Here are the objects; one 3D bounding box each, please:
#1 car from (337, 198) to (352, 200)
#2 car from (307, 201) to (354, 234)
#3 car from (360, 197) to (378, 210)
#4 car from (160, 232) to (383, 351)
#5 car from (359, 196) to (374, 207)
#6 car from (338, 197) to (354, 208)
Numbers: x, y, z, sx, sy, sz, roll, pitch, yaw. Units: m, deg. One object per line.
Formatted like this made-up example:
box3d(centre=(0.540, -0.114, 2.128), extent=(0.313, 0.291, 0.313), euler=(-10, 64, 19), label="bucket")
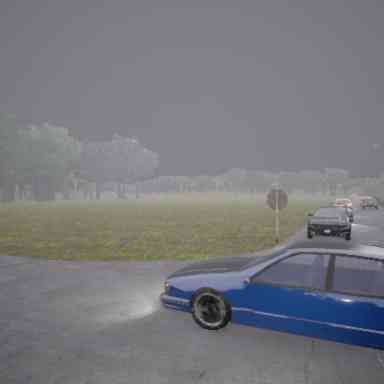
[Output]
box3d(centre=(16.024, 1.463, 35.299), extent=(1.882, 1.535, 5.008), euler=(0, 0, 26), label="car")
box3d(centre=(7.096, 1.467, 16.983), extent=(1.882, 1.535, 5.008), euler=(0, 0, 26), label="car")
box3d(centre=(23.454, 1.529, 43.869), extent=(2.033, 1.411, 5.357), euler=(0, 0, 26), label="car")
box3d(centre=(2.158, 1.544, 5.406), extent=(5.357, 1.411, 2.033), euler=(0, 0, 26), label="car")
box3d(centre=(28.023, 1.459, 53.509), extent=(1.882, 1.535, 5.008), euler=(0, 0, 26), label="car")
box3d(centre=(22.907, 1.530, 49.286), extent=(2.033, 1.411, 5.357), euler=(0, 0, 26), label="car")
